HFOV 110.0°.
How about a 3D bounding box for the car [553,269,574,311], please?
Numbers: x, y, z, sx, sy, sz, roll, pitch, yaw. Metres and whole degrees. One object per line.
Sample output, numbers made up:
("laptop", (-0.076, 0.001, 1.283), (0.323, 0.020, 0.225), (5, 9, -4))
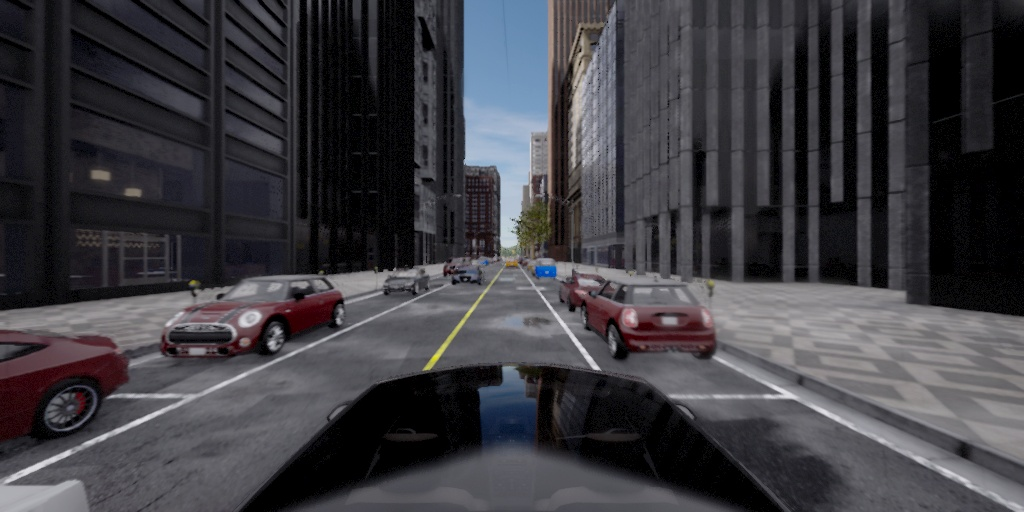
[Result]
("car", (2.855, 1.343, 14.069), (1.802, 1.307, 4.207), (0, 0, 0))

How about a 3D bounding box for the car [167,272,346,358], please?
("car", (-5.669, 1.197, 8.451), (1.967, 1.591, 4.097), (0, 0, 0))

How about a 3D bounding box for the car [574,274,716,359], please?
("car", (2.856, 1.196, 8.427), (1.967, 1.591, 4.097), (0, 0, 0))

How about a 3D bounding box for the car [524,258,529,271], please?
("car", (2.853, 1.278, 48.117), (1.751, 1.417, 4.829), (0, 0, 1))

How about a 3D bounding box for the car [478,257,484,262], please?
("car", (-5.681, 1.271, 53.361), (1.751, 1.417, 4.829), (0, 0, 1))

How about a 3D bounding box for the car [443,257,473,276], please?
("car", (-5.674, 1.079, 36.650), (2.192, 1.841, 5.009), (0, 0, 0))

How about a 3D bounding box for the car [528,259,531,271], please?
("car", (2.852, 1.289, 36.801), (1.751, 1.417, 4.829), (0, 0, 0))

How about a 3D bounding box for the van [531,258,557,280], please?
("van", (2.852, 1.107, 30.989), (1.690, 1.789, 3.998), (0, 0, 0))

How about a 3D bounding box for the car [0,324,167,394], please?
("car", (-5.669, 1.333, 2.811), (1.802, 1.307, 4.207), (0, 0, 0))

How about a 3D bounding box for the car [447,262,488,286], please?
("car", (-3.030, 1.331, 25.329), (1.994, 1.385, 4.181), (0, 0, 0))

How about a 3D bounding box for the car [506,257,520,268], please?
("car", (-0.010, 1.216, 60.423), (1.882, 1.535, 5.008), (0, 0, 0))

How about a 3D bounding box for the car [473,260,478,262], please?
("car", (-5.675, 1.074, 42.290), (2.192, 1.841, 5.009), (0, 0, 0))

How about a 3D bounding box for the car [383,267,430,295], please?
("car", (-5.671, 1.316, 19.729), (2.007, 1.370, 4.403), (0, 0, 0))

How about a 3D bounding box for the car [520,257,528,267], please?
("car", (2.847, 1.176, 64.829), (1.967, 1.591, 4.097), (0, 0, 0))
